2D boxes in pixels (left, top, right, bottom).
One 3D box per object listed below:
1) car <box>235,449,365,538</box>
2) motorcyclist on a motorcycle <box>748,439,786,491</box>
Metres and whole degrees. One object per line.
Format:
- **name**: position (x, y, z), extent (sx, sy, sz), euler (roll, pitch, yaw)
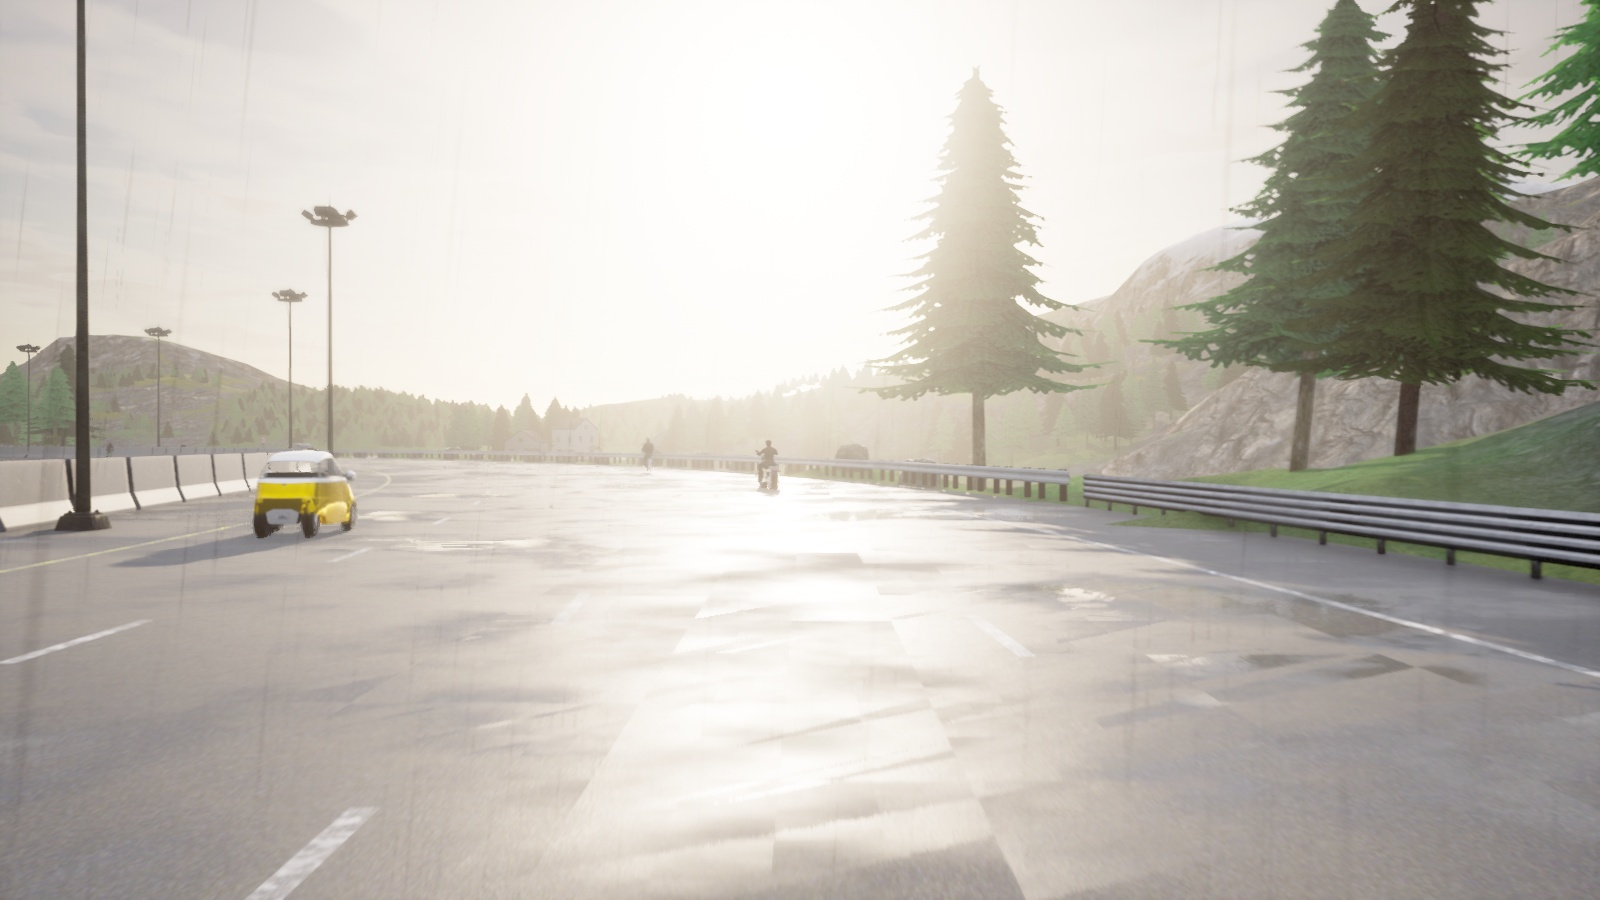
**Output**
- **car**: position (-8.232, 0.679, 20.825), extent (1.481, 1.376, 2.207), euler (0, 1, -7)
- **motorcyclist on a motorcycle**: position (-1.072, 0.468, 40.581), extent (0.766, 1.649, 2.350), euler (0, 0, -13)
